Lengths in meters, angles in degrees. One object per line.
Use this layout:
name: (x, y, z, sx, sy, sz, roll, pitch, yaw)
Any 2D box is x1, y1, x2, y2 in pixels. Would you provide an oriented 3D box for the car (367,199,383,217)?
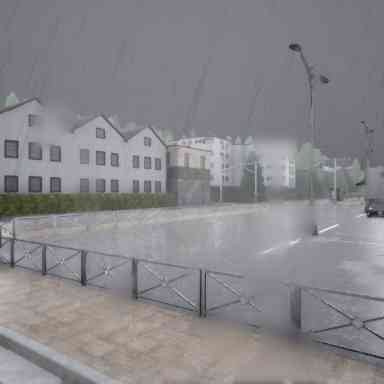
car: (15.412, 1.298, 26.820, 2.007, 1.523, 4.514, 0, 0, 35)
